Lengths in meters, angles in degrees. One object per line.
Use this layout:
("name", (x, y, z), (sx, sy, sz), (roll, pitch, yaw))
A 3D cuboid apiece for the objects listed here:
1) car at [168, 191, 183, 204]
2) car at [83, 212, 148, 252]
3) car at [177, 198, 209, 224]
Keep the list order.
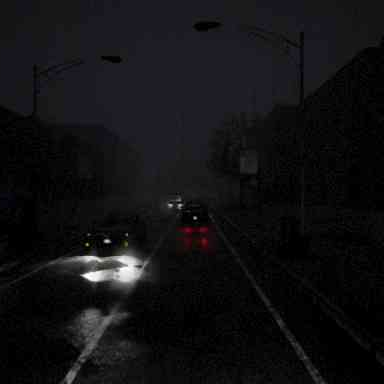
("car", (-2.774, 0.908, 56.285), (2.150, 2.045, 5.566), (0, 1, 1))
("car", (-3.034, 1.563, 13.863), (1.994, 1.385, 4.181), (0, 0, 0))
("car", (0.218, 1.463, 24.200), (2.128, 1.511, 4.902), (0, 0, 0))
